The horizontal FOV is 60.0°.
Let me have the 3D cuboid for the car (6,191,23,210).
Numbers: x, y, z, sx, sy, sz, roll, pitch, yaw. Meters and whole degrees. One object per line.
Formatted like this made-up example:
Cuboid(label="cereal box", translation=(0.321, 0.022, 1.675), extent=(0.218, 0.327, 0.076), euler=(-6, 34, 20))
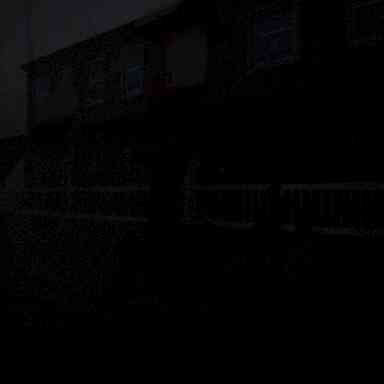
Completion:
Cuboid(label="car", translation=(-15.236, 0.769, 28.084), extent=(2.097, 1.767, 4.553), euler=(0, 15, 34))
